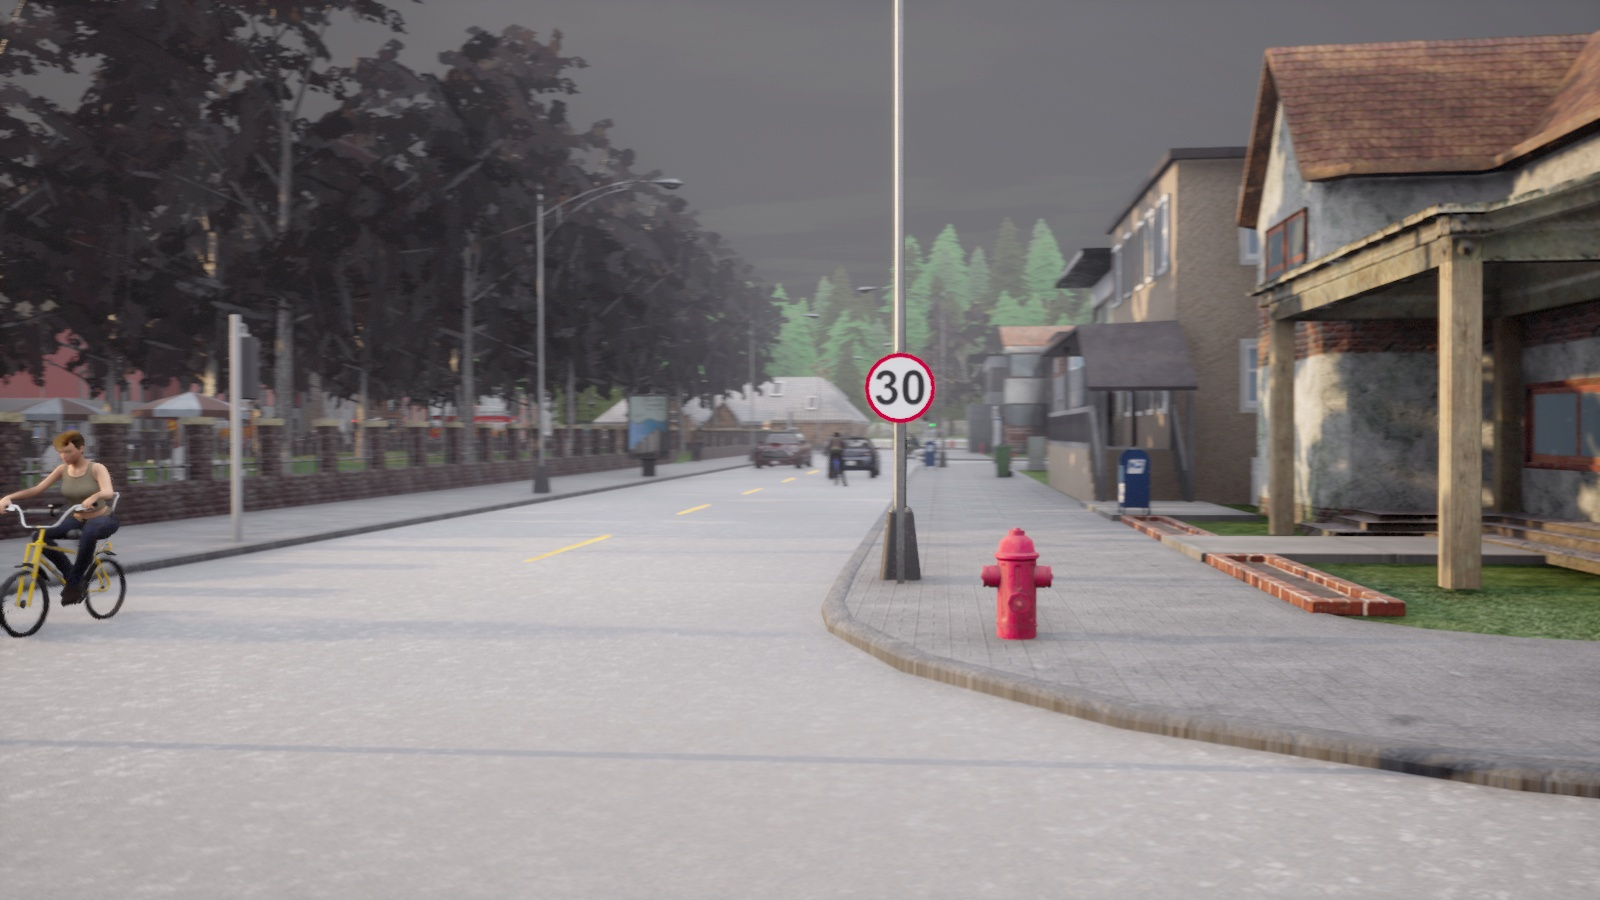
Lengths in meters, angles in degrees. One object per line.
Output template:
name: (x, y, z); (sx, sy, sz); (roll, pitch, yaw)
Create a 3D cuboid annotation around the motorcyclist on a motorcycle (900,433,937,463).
motorcyclist on a motorcycle: (6.382, -0.093, 67.731); (1.817, 1.590, 0.866); (0, 2, -14)

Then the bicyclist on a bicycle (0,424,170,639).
bicyclist on a bicycle: (-6.001, 0.602, 10.216); (0.866, 1.612, 1.509); (0, 1, 7)

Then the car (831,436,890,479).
car: (2.248, 0.242, 45.776); (1.816, 1.474, 4.193); (0, 1, 7)

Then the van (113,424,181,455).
van: (-43.003, -0.716, 82.778); (1.775, 1.987, 4.442); (0, 1, 7)

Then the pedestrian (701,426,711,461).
pedestrian: (-4.874, -0.351, 65.054); (0.328, 1.805, 0.869); (0, 1, 7)

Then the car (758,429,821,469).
car: (-0.433, -0.076, 57.090); (2.097, 1.767, 4.553); (0, 1, 9)
